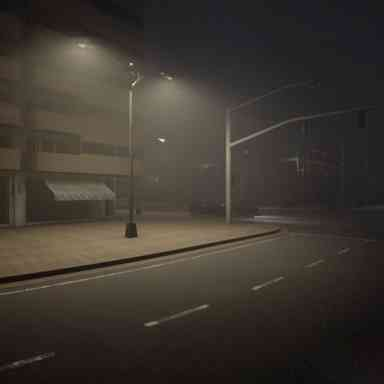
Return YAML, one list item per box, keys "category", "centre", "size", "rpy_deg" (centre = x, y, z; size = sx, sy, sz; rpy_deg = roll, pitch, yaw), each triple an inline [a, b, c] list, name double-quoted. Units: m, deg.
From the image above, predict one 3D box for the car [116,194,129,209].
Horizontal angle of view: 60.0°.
- category: "car"
  centre: [-10.843, 1.276, 46.016]
  size: [5.566, 2.045, 2.150]
  rpy_deg: [0, 0, 41]

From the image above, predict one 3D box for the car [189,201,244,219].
- category: "car"
  centre: [1.873, 1.547, 30.434]
  size: [4.902, 1.511, 2.128]
  rpy_deg: [0, 0, 42]

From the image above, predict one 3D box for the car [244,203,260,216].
- category: "car"
  centre: [4.577, 1.619, 32.779]
  size: [4.181, 1.385, 1.994]
  rpy_deg: [0, 0, 41]

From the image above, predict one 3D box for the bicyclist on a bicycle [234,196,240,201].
- category: "bicyclist on a bicycle"
  centre: [6.415, 1.356, 46.991]
  size: [0.582, 1.620, 1.656]
  rpy_deg: [0, 0, 41]
